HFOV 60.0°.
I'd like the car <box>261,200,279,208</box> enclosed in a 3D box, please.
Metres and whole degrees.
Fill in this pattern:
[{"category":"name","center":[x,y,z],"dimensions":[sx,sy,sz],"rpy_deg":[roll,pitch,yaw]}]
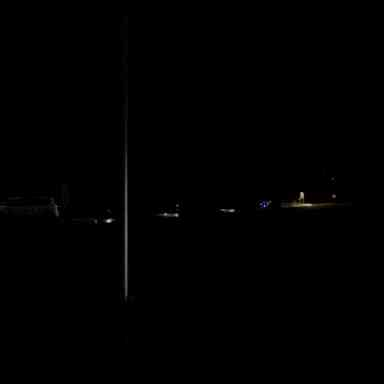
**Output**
[{"category":"car","center":[13.485,2.110,57.666],"dimensions":[1.895,1.301,4.718],"rpy_deg":[-1,-1,35]}]

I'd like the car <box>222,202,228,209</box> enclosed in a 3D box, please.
[{"category":"car","center":[6.521,1.990,52.510],"dimensions":[1.812,1.442,4.674],"rpy_deg":[-1,-1,35]}]

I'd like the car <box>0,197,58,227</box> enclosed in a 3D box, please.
[{"category":"car","center":[-12.811,1.376,24.846],"dimensions":[2.150,2.045,5.566],"rpy_deg":[-1,-1,34]}]

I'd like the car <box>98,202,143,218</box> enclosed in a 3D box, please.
[{"category":"car","center":[-7.064,1.727,33.105],"dimensions":[1.882,1.535,5.008],"rpy_deg":[-1,-1,35]}]

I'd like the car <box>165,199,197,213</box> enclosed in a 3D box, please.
[{"category":"car","center":[-1.282,1.695,41.424],"dimensions":[2.097,1.767,4.553],"rpy_deg":[-1,-1,35]}]

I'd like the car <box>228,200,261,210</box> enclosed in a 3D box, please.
[{"category":"car","center":[7.792,1.911,49.400],"dimensions":[2.128,1.511,4.902],"rpy_deg":[-1,-1,35]}]
